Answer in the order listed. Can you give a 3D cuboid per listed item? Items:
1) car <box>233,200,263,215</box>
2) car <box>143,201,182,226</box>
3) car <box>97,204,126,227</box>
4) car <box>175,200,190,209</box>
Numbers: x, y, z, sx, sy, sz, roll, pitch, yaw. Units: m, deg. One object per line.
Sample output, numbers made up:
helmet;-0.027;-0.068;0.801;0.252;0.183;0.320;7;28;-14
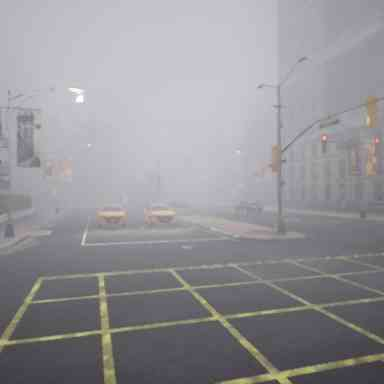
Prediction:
car;6.172;1.689;37.294;1.837;1.490;4.892;0;0;-16
car;-2.502;1.650;25.241;1.882;1.535;5.008;0;0;-16
car;-5.994;1.671;24.717;1.882;1.535;5.008;0;0;-16
car;-2.221;1.931;51.786;1.895;1.301;4.718;0;0;-28
